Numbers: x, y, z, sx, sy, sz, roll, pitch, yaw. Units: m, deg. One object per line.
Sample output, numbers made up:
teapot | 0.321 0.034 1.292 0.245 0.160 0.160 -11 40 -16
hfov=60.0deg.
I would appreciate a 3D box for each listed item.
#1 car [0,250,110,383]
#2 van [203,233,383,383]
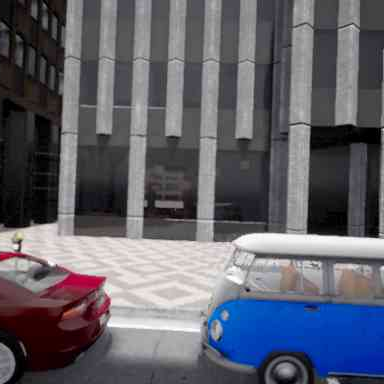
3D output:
car | -3.430 1.478 4.556 4.507 1.381 1.887 2 -1 2
van | 2.206 1.502 4.343 3.998 1.788 1.690 2 -1 2
